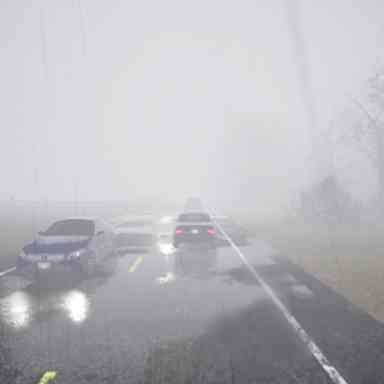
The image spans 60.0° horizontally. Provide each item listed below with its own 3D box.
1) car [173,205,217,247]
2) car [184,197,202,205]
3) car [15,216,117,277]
[{"bbox_3d":[0.108,1.557,15.139,2.033,1.411,5.357,0,0,0],"label":"car"},{"bbox_3d":[0.122,1.377,40.829,2.097,1.767,4.553,0,0,0],"label":"car"},{"bbox_3d":[-3.593,1.532,10.399,1.812,1.442,4.674,0,0,0],"label":"car"}]
